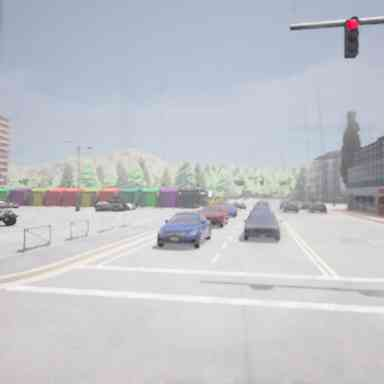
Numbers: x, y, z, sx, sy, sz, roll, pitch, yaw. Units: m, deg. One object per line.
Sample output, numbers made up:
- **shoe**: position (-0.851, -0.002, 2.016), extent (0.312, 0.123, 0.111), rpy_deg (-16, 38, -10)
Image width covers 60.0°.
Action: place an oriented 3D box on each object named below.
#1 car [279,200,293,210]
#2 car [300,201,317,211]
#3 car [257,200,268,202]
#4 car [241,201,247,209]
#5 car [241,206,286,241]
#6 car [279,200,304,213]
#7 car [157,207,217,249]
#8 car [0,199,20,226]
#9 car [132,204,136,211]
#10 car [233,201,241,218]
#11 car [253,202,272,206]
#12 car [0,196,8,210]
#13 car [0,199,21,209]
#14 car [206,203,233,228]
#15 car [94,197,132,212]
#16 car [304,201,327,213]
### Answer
- **car**: position (15.257, 2.128, 54.260), extent (1.837, 1.490, 4.892), rpy_deg (0, -1, 12)
- **car**: position (18.679, 2.198, 53.524), extent (1.994, 1.385, 4.181), rpy_deg (0, -1, 12)
- **car**: position (8.291, 1.785, 38.895), extent (2.097, 1.767, 4.553), rpy_deg (0, -1, 12)
- **car**: position (7.144, 2.101, 49.831), extent (1.994, 1.385, 4.181), rpy_deg (0, -1, 12)
- **car**: position (3.892, 1.753, 18.441), extent (2.033, 1.411, 5.357), rpy_deg (0, -1, 12)
- **car**: position (13.184, 2.005, 44.370), extent (2.128, 1.511, 4.902), rpy_deg (0, -1, 13)
- **car**: position (-0.194, 1.683, 15.760), extent (1.812, 1.442, 4.674), rpy_deg (0, -1, 13)
- **car**: position (-13.526, 1.302, 21.689), extent (3.866, 1.878, 1.905), rpy_deg (0, -1, 11)
- **car**: position (-9.382, 1.784, 43.820), extent (3.806, 1.475, 1.970), rpy_deg (0, -1, 11)
- **car**: position (3.848, 1.896, 34.934), extent (1.812, 1.442, 4.674), rpy_deg (0, 0, 12)
- **car**: position (6.003, 1.863, 28.369), extent (2.033, 1.411, 5.357), rpy_deg (0, -1, 12)
- **car**: position (-27.148, 1.451, 44.205), extent (4.605, 1.855, 1.932), rpy_deg (0, -1, 11)
- **car**: position (-26.550, 1.693, 47.037), extent (3.905, 1.438, 1.784), rpy_deg (0, -1, 11)
- **car**: position (1.637, 1.734, 24.687), extent (1.882, 1.535, 5.008), rpy_deg (0, -1, 12)
- **car**: position (-9.928, 1.513, 40.979), extent (3.866, 1.878, 1.905), rpy_deg (0, -1, 11)
- **car**: position (16.842, 2.028, 44.696), extent (2.128, 1.511, 4.902), rpy_deg (0, -1, 13)
